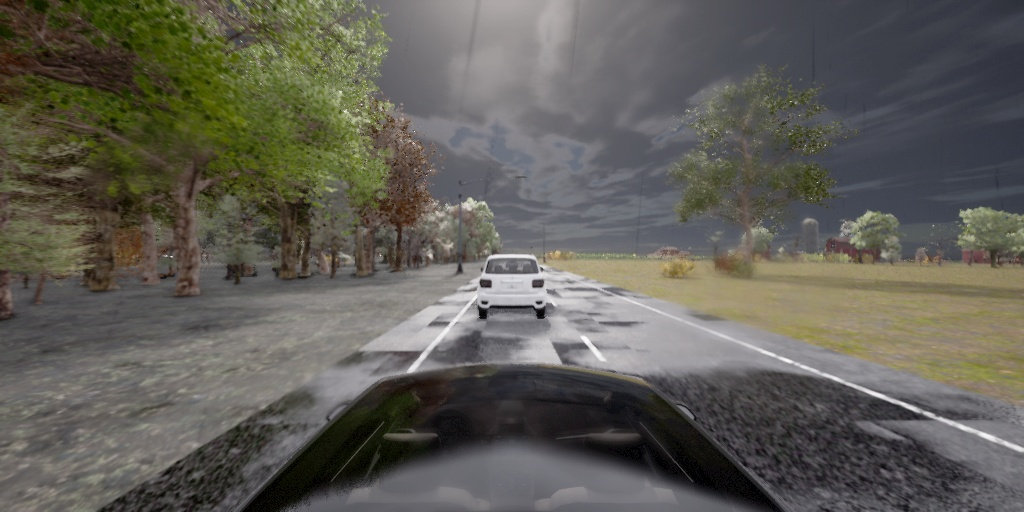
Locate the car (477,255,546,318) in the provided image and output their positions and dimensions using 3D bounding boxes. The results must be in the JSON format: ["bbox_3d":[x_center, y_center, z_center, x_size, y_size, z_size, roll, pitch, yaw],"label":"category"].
[{"bbox_3d":[-0.003,0.978,13.115,2.150,2.045,5.566,0,0,0],"label":"car"}]
